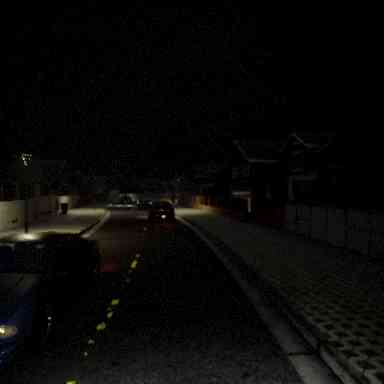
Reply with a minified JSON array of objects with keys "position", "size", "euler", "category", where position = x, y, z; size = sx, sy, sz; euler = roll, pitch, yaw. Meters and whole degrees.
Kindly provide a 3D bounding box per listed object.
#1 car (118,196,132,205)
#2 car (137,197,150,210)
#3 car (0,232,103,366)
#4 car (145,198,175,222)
[{"position":[-11.160,1.370,55.919],"size":[1.837,1.490,4.892],"euler":[0,0,-5],"category":"car"},{"position":[-5.747,1.398,41.085],"size":[2.128,1.511,4.902],"euler":[0,0,-13],"category":"car"},{"position":[-3.093,1.542,6.389],"size":[2.033,1.411,5.357],"euler":[0,0,-3],"category":"car"},{"position":[-2.412,1.459,25.831],"size":[1.837,1.490,4.892],"euler":[0,0,-10],"category":"car"}]
